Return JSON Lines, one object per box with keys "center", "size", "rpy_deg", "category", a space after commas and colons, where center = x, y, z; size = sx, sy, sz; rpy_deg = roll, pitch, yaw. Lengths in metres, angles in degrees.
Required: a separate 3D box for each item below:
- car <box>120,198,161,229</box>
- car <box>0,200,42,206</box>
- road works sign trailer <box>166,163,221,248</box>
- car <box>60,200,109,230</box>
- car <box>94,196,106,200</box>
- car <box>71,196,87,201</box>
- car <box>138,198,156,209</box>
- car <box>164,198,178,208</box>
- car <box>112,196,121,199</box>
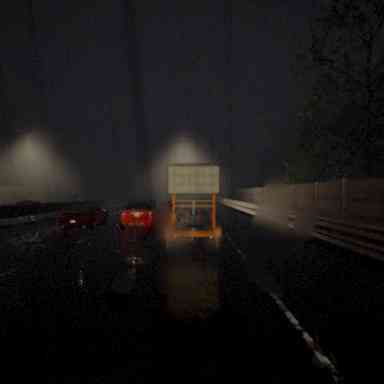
{"center": [-3.290, 1.419, 22.083], "size": [2.097, 1.767, 4.553], "rpy_deg": [0, 0, 0], "category": "car"}
{"center": [-17.425, 1.594, 34.787], "size": [1.882, 1.535, 5.008], "rpy_deg": [0, 0, 0], "category": "car"}
{"center": [0.077, 0.508, 15.024], "size": [2.380, 3.560, 2.880], "rpy_deg": [0, 0, 0], "category": "road works sign trailer"}
{"center": [-6.794, 1.544, 21.446], "size": [1.882, 1.535, 5.008], "rpy_deg": [0, 0, 0], "category": "car"}
{"center": [-20.643, 1.724, 74.646], "size": [1.882, 1.535, 5.008], "rpy_deg": [0, 0, 0], "category": "car"}
{"center": [-24.160, 1.624, 71.219], "size": [2.097, 1.767, 4.553], "rpy_deg": [0, 0, 0], "category": "car"}
{"center": [-6.661, 1.645, 49.785], "size": [1.882, 1.535, 5.008], "rpy_deg": [0, 0, 0], "category": "car"}
{"center": [-3.152, 1.650, 51.329], "size": [1.882, 1.535, 5.008], "rpy_deg": [0, -1, 0], "category": "car"}
{"center": [-17.139, 1.714, 75.462], "size": [1.882, 1.535, 5.008], "rpy_deg": [0, 0, 0], "category": "car"}
